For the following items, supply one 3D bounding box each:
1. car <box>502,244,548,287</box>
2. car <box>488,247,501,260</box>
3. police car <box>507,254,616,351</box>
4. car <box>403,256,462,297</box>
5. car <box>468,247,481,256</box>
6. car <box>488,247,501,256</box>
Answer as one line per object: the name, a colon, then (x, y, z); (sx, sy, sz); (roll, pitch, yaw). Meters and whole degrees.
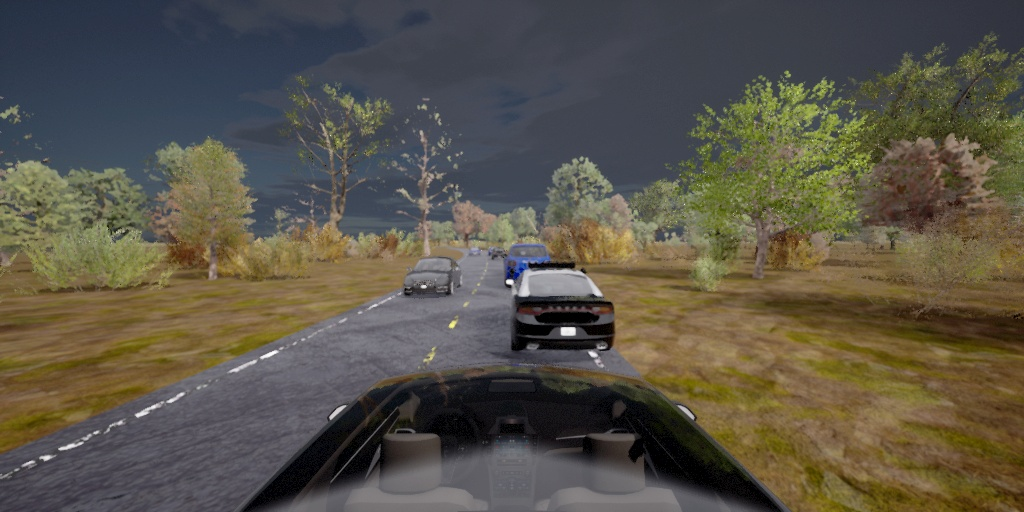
car: (0.717, 0.387, 18.399); (2.150, 2.045, 5.566); (0, 2, -2)
car: (-1.754, -0.313, 46.578); (1.837, 1.490, 4.892); (0, 2, -5)
police car: (0.899, 0.937, 8.444); (1.930, 1.638, 5.238); (0, 2, 0)
car: (-3.236, 0.779, 15.358); (1.837, 1.490, 4.892); (0, 2, -1)
car: (-6.082, -0.713, 58.856); (1.812, 1.442, 4.674); (0, 2, -6)
car: (-2.955, -0.779, 59.232); (1.882, 1.535, 5.008); (0, 2, -7)
